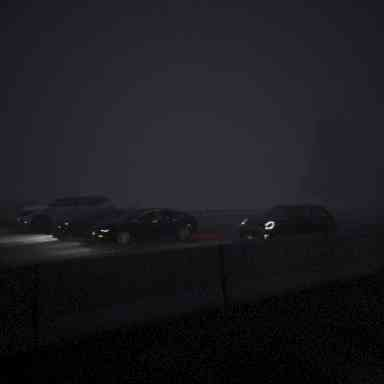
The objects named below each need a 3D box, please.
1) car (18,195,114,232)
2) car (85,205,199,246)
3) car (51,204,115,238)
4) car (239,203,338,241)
[{"bbox_3d":[-7.320,1.179,19.995,5.566,2.045,2.150,0,0,-33],"label":"car"},{"bbox_3d":[-2.012,1.473,15.067,4.892,1.490,1.837,0,0,-32],"label":"car"},{"bbox_3d":[-4.821,1.527,17.404,4.181,1.385,1.994,0,0,-33],"label":"car"},{"bbox_3d":[4.316,1.319,14.829,4.553,1.767,2.097,0,0,-30],"label":"car"}]
